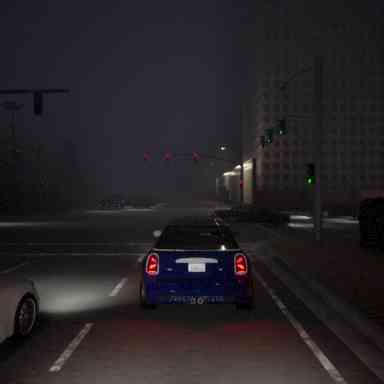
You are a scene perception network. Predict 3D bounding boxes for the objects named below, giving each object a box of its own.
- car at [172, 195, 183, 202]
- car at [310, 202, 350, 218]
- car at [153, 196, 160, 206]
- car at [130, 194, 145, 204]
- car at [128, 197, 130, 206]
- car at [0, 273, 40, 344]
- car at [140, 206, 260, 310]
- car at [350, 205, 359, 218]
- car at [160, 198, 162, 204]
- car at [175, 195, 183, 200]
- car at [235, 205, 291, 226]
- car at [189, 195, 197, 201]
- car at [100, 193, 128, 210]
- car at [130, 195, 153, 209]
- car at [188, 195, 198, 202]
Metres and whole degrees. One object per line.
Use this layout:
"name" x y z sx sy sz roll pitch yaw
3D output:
"car" -3.337 1.464 73.462 1.882 1.535 5.008 0 0 0
"car" 13.018 1.617 30.365 4.181 1.385 1.994 0 0 0
"car" -6.958 1.501 55.158 1.837 1.490 4.892 0 0 0
"car" -10.409 1.347 63.584 2.097 1.767 4.553 0 0 1
"car" -10.466 1.474 53.804 1.882 1.535 5.008 0 0 0
"car" -3.431 1.525 3.560 1.812 1.442 4.674 0 0 1
"car" 0.101 1.351 7.990 2.097 1.767 4.553 0 0 0
"car" 15.861 1.558 26.864 4.892 1.490 1.837 0 0 0
"car" -6.898 1.559 65.204 1.994 1.385 4.181 0 0 0
"car" -3.315 1.416 83.714 1.895 1.301 4.718 0 0 0
"car" 4.033 1.589 23.166 5.357 1.411 2.033 0 0 0
"car" 0.185 1.534 83.772 2.033 1.411 5.357 0 0 0
"car" -10.493 1.218 44.032 2.150 2.045 5.566 0 0 0
"car" -6.983 1.522 46.264 1.812 1.442 4.674 0 0 0
"car" 0.170 1.350 73.790 2.097 1.767 4.553 0 0 0
